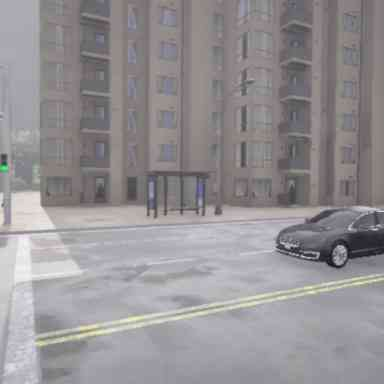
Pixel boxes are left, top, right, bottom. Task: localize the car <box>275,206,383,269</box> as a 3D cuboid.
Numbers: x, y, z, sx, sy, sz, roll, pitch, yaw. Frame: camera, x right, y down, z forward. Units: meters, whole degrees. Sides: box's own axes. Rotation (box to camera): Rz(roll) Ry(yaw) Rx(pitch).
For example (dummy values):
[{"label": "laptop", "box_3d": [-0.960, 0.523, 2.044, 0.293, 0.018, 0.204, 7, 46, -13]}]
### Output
[{"label": "car", "box_3d": [4.795, 1.233, 10.147, 4.892, 1.490, 1.837, 0, 2, -26]}]
